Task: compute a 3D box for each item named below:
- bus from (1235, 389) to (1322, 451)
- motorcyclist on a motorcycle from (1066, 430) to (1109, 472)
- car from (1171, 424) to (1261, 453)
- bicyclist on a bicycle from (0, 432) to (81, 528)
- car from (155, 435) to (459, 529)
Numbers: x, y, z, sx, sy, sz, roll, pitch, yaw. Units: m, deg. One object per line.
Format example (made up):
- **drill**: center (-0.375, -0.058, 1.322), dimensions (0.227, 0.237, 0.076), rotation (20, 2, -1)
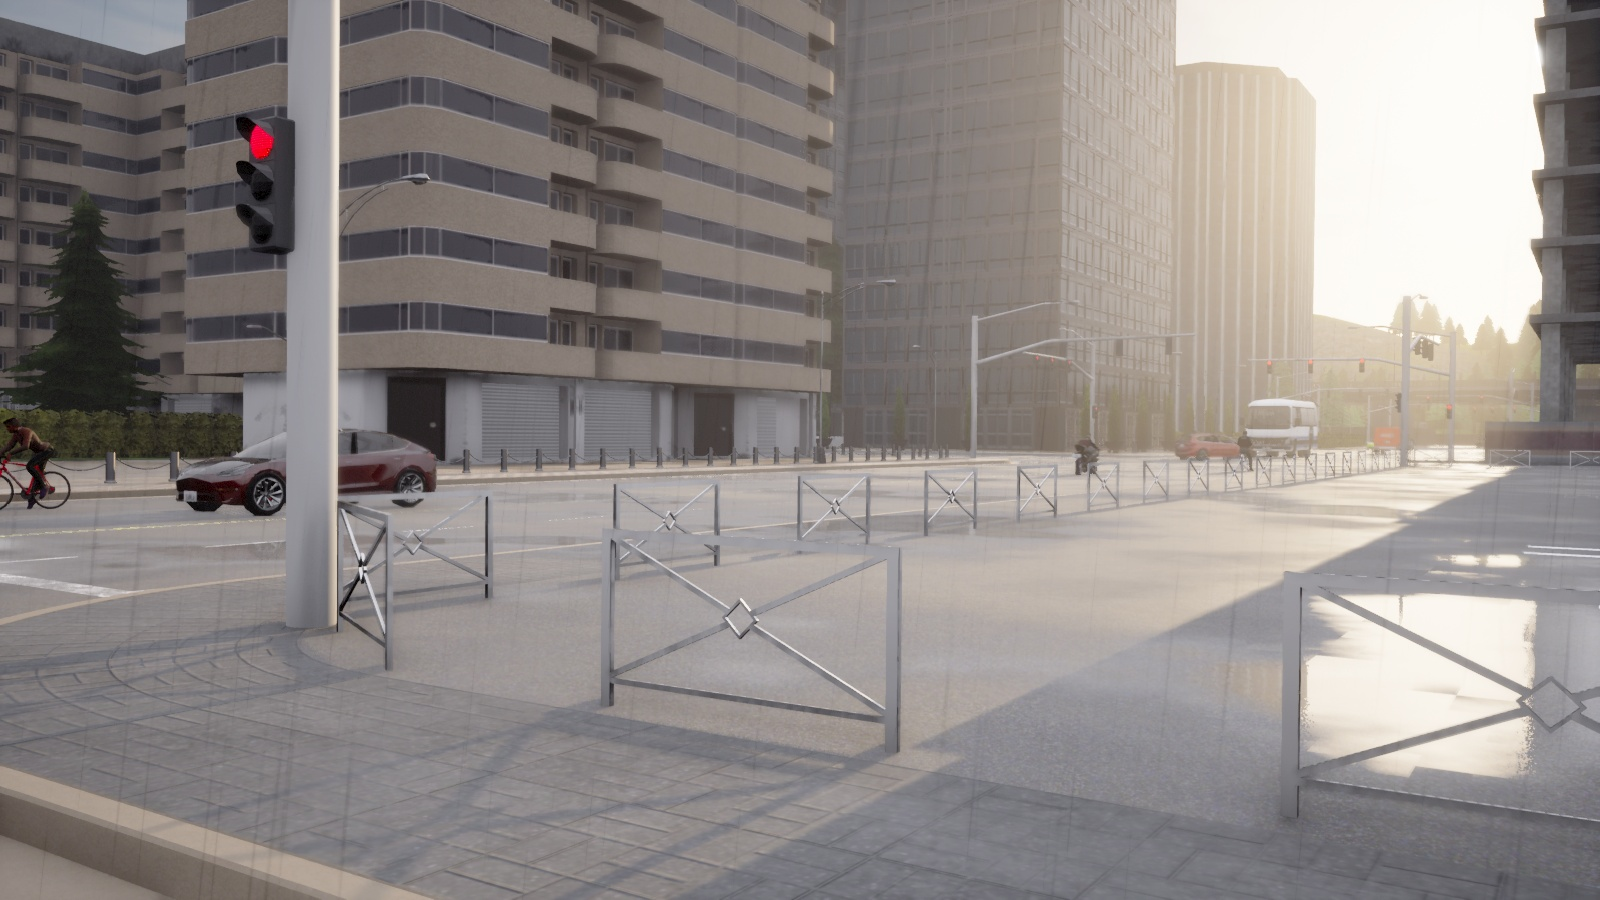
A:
- **bus**: center (35.100, -2.217, 91.826), dimensions (3.944, 4.253, 10.273), rotation (0, 1, 33)
- **motorcyclist on a motorcycle**: center (10.837, 0.023, 47.301), dimensions (0.866, 1.530, 2.191), rotation (0, 1, 33)
- **car**: center (24.843, -0.703, 75.016), dimensions (4.611, 1.667, 2.242), rotation (-1, 1, -14)
- **bicyclist on a bicycle**: center (-13.599, 0.507, 21.982), dimensions (0.582, 1.620, 1.656), rotation (0, 1, 33)
- **car**: center (-8.837, 0.498, 22.939), dimensions (2.163, 1.488, 4.792), rotation (0, 1, 33)
